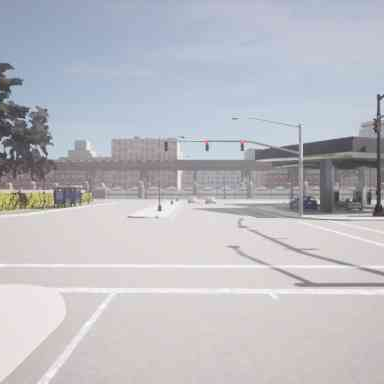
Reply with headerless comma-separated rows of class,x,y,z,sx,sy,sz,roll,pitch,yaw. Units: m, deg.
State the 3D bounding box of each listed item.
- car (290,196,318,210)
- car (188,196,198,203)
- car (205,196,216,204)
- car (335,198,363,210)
car,13.263,1.295,39.652,2.242,1.667,4.611,0,0,0
car,0.192,1.525,66.125,1.812,1.442,4.674,0,0,0
car,3.585,1.525,64.340,1.812,1.442,4.674,0,0,0
car,19.009,1.456,40.407,1.970,1.475,3.806,0,0,0
